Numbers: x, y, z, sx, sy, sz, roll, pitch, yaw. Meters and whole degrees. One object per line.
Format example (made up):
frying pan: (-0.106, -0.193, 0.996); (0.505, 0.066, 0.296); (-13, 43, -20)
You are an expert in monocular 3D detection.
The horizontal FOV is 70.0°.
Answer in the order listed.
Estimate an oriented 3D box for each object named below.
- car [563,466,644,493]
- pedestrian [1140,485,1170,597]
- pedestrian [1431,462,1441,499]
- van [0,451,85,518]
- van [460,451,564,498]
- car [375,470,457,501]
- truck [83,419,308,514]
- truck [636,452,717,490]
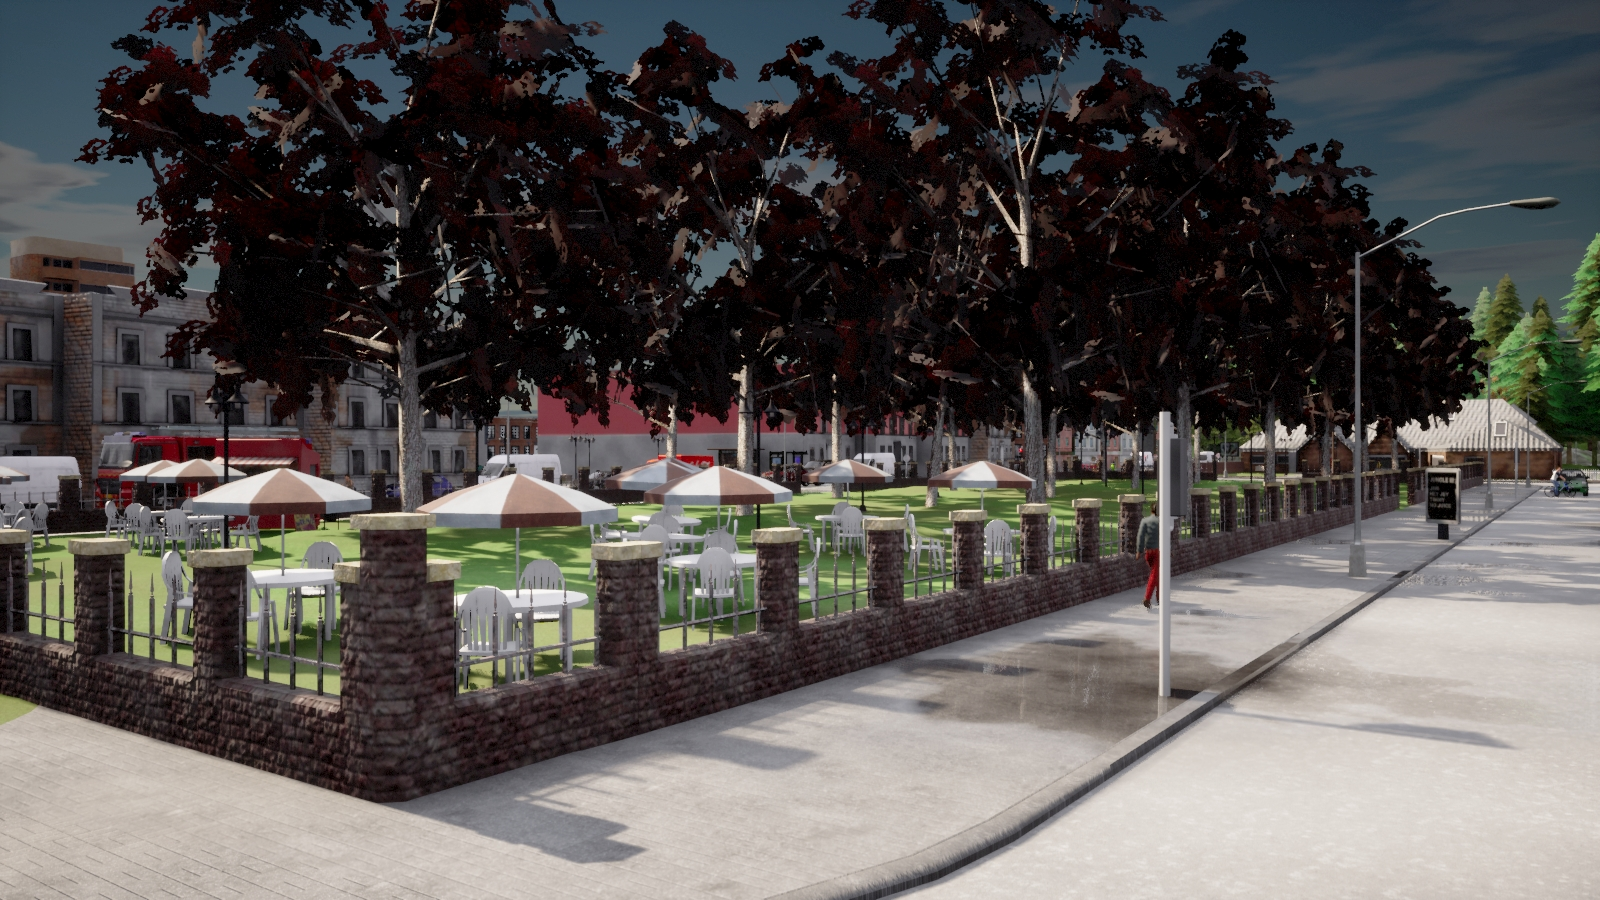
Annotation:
car: (-12.166, 1.814, 71.050); (2.097, 1.535, 5.006); (0, 0, 35)
pedestrian: (6.017, 1.525, 19.372); (0.375, 1.860, 0.375); (0, 0, 37)
pedestrian: (32.203, 1.525, 57.842); (0.375, 1.860, 0.375); (0, 0, 35)
van: (-31.124, 1.315, 43.858); (1.988, 2.561, 5.915); (0, 0, 35)
van: (-16.329, 1.314, 65.083); (1.988, 2.561, 5.915); (0, 0, 35)
car: (-20.045, 1.818, 59.739); (1.845, 1.501, 3.633); (0, 0, 35)
truck: (-26.605, 0.671, 50.768); (2.891, 3.827, 8.468); (0, 0, 35)
truck: (-8.233, 1.348, 76.671); (2.627, 2.467, 5.204); (0, 0, 35)
